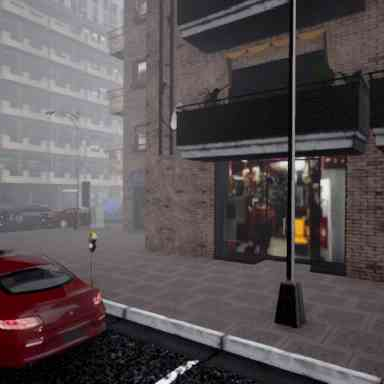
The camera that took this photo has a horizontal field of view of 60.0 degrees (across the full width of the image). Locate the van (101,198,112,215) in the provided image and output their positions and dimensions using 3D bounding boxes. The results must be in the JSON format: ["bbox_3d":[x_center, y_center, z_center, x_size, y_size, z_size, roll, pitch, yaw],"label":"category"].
[{"bbox_3d":[-8.664,1.603,37.847,1.690,1.788,3.998,0,-1,36],"label":"van"}]

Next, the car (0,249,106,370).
[{"bbox_3d":[-3.119,1.581,5.230,4.206,1.307,1.802,0,0,36],"label":"car"}]

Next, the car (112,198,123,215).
[{"bbox_3d":[-5.789,1.521,37.428,2.150,2.045,5.566,1,-1,36],"label":"car"}]

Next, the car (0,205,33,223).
[{"bbox_3d":[-13.274,1.724,27.006,1.994,1.385,4.181,1,0,36],"label":"car"}]

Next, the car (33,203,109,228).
[{"bbox_3d":[-8.492,1.753,23.728,1.887,1.381,4.507,0,-1,36],"label":"car"}]
